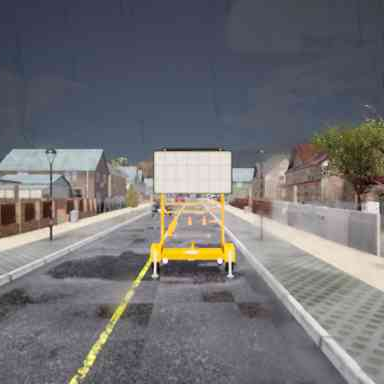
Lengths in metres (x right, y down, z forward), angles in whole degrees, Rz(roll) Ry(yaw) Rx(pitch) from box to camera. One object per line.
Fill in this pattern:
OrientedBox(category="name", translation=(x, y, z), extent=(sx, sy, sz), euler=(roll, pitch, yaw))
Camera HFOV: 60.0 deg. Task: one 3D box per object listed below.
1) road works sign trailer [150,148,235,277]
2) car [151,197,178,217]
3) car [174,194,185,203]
OrientedBox(category="road works sign trailer", translation=(0.023, 0.468, 10.207), extent=(2.380, 3.560, 2.880), euler=(0, 0, 0))
OrientedBox(category="car", translation=(-2.817, 1.531, 32.281), extent=(2.128, 1.511, 4.902), euler=(0, 0, 0))
OrientedBox(category="car", translation=(-2.679, 1.419, 73.368), extent=(2.150, 2.045, 5.566), euler=(0, 0, 0))
